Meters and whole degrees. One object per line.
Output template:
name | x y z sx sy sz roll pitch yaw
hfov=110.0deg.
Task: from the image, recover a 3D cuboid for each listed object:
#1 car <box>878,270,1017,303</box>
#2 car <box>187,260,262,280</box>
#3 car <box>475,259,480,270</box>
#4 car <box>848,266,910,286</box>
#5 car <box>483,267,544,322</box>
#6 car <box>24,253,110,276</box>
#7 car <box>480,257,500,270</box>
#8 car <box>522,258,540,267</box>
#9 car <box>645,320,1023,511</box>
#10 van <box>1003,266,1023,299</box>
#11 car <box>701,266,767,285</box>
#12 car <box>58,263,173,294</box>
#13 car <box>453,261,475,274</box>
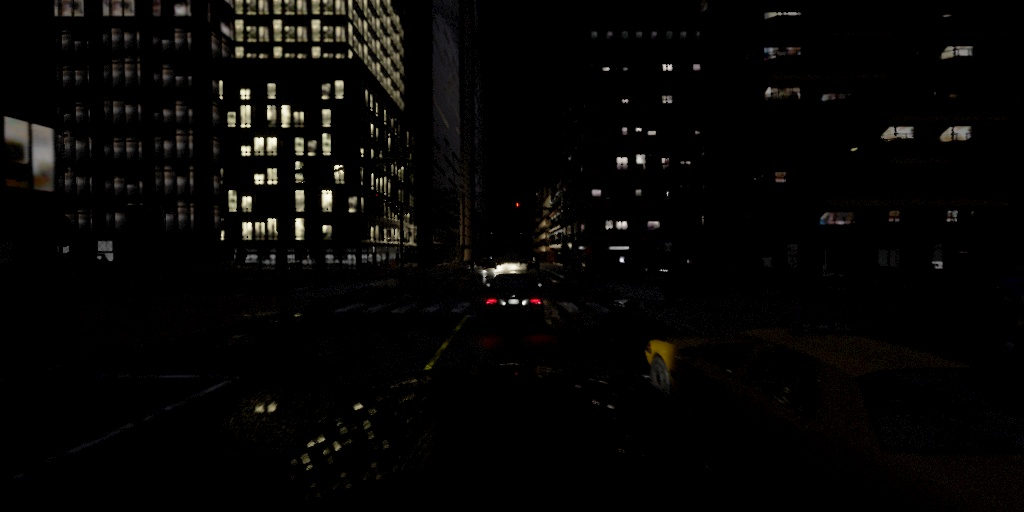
car | 21.725 1.563 18.031 4.313 1.339 1.948 0 0 1
car | -21.651 1.009 27.014 4.829 1.417 1.751 0 0 1
car | -5.662 1.270 46.976 1.948 1.339 4.313 0 0 0
car | 27.389 1.442 26.328 4.507 1.381 1.888 0 0 1
car | 0.062 1.286 12.237 2.033 1.411 5.357 0 0 0
car | -33.598 0.691 27.226 5.009 1.841 2.192 0 0 1
car | -3.052 1.205 50.860 1.837 1.490 4.892 0 0 0
car | 2.719 1.254 46.970 2.007 1.370 4.403 0 0 0
car | 2.819 1.274 3.531 1.751 1.417 4.829 0 0 0
van | 27.258 1.383 17.950 3.998 1.789 1.690 0 0 1
car | 16.324 1.356 26.491 4.403 1.370 2.007 0 0 1
car | -20.276 1.190 18.680 4.403 1.370 2.007 0 0 1
car | -5.666 1.235 41.152 1.751 1.417 4.829 0 0 0
